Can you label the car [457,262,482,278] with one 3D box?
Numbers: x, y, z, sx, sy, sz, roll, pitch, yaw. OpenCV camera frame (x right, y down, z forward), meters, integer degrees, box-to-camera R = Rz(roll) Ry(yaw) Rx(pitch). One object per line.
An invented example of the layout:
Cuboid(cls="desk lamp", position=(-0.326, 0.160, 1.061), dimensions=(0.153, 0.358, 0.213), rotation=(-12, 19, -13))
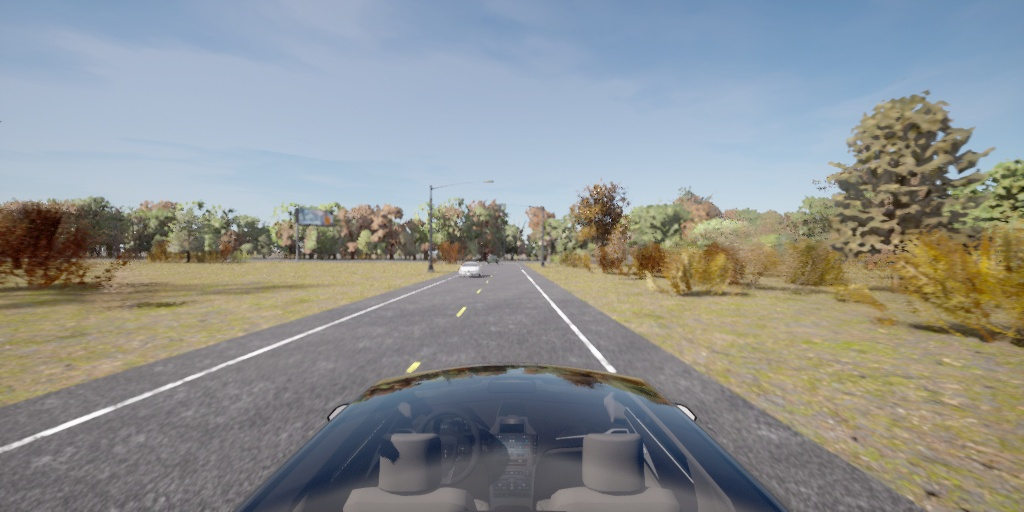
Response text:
Cuboid(cls="car", position=(-3.796, 1.255, 33.406), dimensions=(1.812, 1.442, 4.674), rotation=(0, 0, 0))
